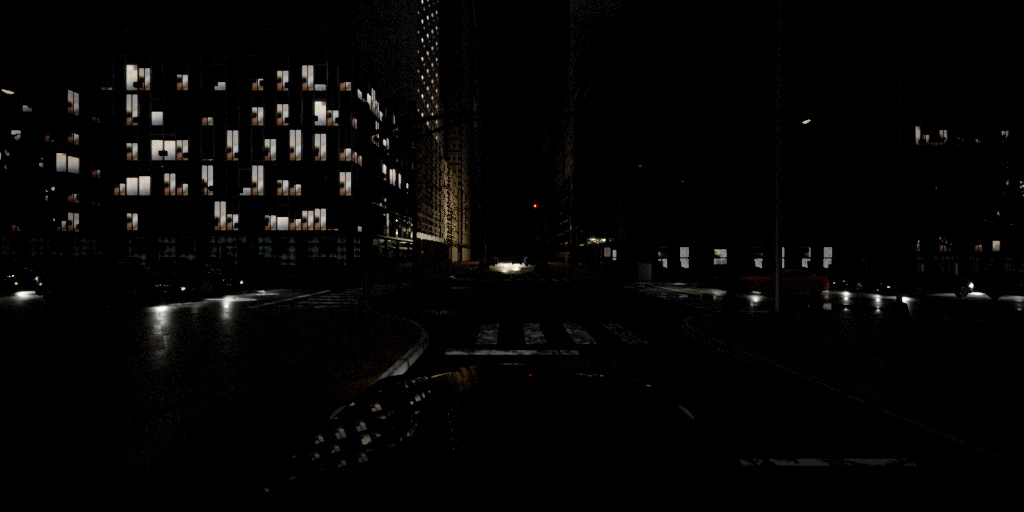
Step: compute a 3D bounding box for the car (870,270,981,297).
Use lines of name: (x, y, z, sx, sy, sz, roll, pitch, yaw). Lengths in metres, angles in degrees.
car: (26.129, 1.750, 22.700, 4.892, 1.490, 1.837, 1, 0, -3)

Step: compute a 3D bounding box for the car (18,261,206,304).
car: (-15.373, 0.998, 14.018, 4.892, 1.490, 1.837, 1, 0, -3)

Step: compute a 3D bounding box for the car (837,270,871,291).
car: (25.618, 1.740, 25.929, 4.892, 1.490, 1.837, 1, 0, -3)

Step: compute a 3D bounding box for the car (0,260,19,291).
car: (-24.429, 0.891, 16.844, 4.181, 1.385, 1.994, 1, 0, -3)

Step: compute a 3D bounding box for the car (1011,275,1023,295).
car: (35.916, 2.021, 23.158, 4.718, 1.301, 1.895, 1, 0, -3)

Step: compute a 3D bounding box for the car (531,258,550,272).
car: (3.873, 1.329, 46.604, 1.948, 1.339, 4.313, 0, 0, 0)

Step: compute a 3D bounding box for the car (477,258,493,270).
car: (-4.086, 1.343, 52.087, 1.802, 1.307, 4.207, 0, 0, 0)

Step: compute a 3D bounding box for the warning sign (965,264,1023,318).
warning sign: (17.262, 1.204, 12.818, 1.060, 1.860, 1.300, 0, 0, -3)

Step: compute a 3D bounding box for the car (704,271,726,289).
car: (16.320, 1.546, 25.487, 5.008, 1.535, 1.882, 1, 0, -3)

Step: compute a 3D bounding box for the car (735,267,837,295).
car: (16.729, 1.554, 22.252, 5.008, 1.535, 1.882, 1, 0, -3)

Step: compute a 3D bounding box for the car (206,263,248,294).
car: (-15.524, 0.995, 17.264, 4.892, 1.490, 1.837, 1, 0, -3)
